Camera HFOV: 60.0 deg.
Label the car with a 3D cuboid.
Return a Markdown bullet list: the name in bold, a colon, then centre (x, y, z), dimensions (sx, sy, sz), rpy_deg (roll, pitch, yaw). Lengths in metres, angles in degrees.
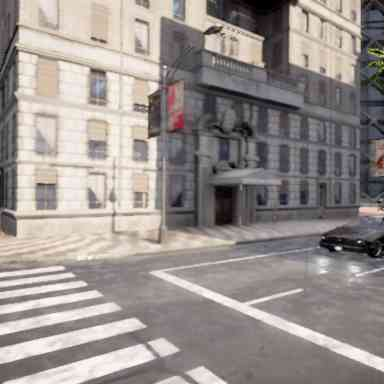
- **car**: centre (7.487, 1.685, 13.635), dimensions (5.357, 1.411, 2.033), rpy_deg (1, 0, -35)
